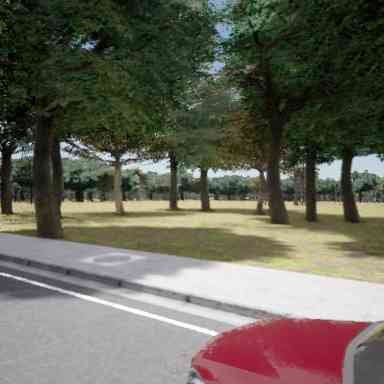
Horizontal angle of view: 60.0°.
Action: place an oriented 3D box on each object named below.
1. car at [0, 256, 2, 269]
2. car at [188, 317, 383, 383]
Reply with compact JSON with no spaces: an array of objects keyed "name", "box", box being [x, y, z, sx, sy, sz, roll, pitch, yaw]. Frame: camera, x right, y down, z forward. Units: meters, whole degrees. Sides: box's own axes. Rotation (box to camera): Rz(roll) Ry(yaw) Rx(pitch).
[{"name":"car","box":[-6.909,1.656,8.488,4.718,1.301,1.895,0,0,35]},{"name":"car","box":[2.073,1.524,2.084,4.674,1.442,1.812,0,0,35]}]
